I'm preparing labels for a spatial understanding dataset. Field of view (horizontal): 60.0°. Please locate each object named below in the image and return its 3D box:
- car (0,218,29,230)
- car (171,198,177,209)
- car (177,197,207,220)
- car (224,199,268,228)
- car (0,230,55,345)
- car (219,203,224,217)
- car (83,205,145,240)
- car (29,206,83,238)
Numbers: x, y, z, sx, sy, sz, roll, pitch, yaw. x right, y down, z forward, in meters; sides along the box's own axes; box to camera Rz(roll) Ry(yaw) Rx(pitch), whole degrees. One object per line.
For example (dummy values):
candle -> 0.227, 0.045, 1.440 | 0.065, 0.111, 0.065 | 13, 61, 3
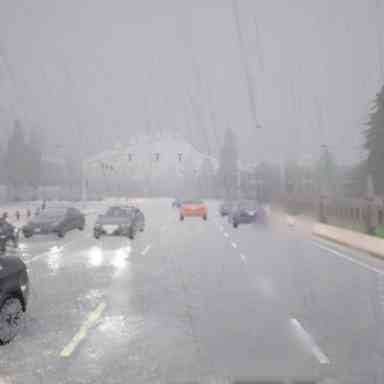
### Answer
car -> -6.998, 1.479, 9.751 | 1.837, 1.490, 4.892 | 0, 0, 0
car -> -1.192, 1.370, 40.801 | 1.882, 1.535, 5.008 | 1, 0, -17
car -> 0.104, 1.280, 27.631 | 2.097, 1.767, 4.553 | 0, 0, 0
car -> 3.540, 1.295, 21.855 | 2.097, 1.767, 4.553 | 0, 0, 0
car -> -3.585, 1.483, 3.536 | 2.128, 1.511, 4.902 | 0, 0, 0
car -> 3.539, 1.484, 30.299 | 1.994, 1.385, 4.181 | 0, 0, 1
car -> -3.547, 1.447, 16.887 | 2.128, 1.511, 4.902 | 0, 0, 0
car -> -7.041, 1.479, 17.544 | 1.812, 1.442, 4.674 | 0, 0, 1
